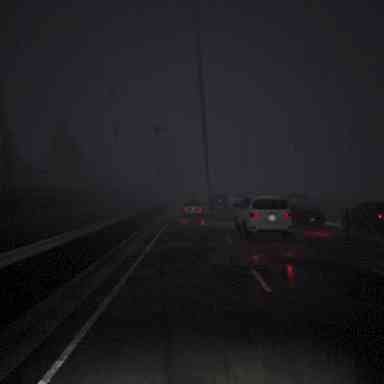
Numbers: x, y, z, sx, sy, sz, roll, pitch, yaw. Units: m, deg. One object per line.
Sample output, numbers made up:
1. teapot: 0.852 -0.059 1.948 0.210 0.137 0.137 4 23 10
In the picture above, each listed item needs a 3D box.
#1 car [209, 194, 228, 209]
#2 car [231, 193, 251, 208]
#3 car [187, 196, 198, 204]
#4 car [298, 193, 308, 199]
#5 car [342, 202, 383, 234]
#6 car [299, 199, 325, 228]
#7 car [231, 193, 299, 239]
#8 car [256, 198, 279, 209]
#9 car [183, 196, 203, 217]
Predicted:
1. car: 3.587 1.215 44.832 2.150 2.045 5.566 0 0 0
2. car: 7.087 1.215 49.061 2.150 2.045 5.566 0 0 0
3. car: 0.083 1.554 65.620 1.994 1.385 4.181 0 0 0
4. car: 14.086 1.216 45.477 2.150 2.045 5.566 0 0 0
5. car: 10.594 1.350 19.379 2.097 1.767 4.553 0 0 0
6. car: 7.098 1.475 22.095 1.882 1.535 5.008 0 0 0
7. car: 3.597 1.219 17.606 2.150 2.045 5.566 0 0 0
8. car: 10.586 1.541 47.265 2.033 1.411 5.357 0 0 0
9. car: 0.091 1.453 31.637 1.801 1.575 5.366 0 0 0
